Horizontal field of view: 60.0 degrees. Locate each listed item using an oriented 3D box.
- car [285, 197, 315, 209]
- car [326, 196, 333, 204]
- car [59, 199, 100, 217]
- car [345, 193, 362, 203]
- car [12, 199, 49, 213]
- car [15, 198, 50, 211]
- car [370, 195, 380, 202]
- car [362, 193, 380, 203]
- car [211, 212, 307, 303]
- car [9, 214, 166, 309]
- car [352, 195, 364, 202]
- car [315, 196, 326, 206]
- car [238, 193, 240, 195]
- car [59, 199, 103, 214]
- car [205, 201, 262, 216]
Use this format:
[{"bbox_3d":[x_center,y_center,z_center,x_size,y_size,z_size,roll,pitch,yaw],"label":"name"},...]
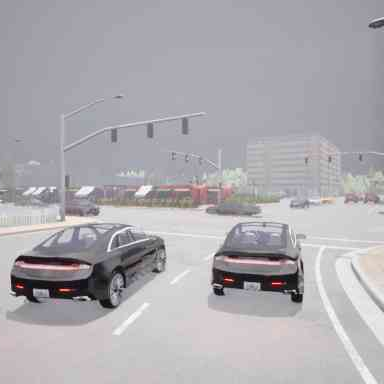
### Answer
[{"bbox_3d":[15.146,1.491,46.470,2.128,1.511,4.902,0,0,32],"label":"car"},{"bbox_3d":[25.683,1.478,63.429,1.882,1.535,5.008,0,0,32],"label":"car"},{"bbox_3d":[-11.003,1.619,32.491,4.181,1.385,1.994,0,0,33],"label":"car"},{"bbox_3d":[33.038,1.225,68.669,2.150,2.045,5.566,0,0,32],"label":"car"},{"bbox_3d":[-18.117,1.619,36.966,4.181,1.385,1.994,0,0,32],"label":"car"},{"bbox_3d":[-20.365,1.581,42.508,4.674,1.442,1.812,0,0,32],"label":"car"},{"bbox_3d":[42.463,1.524,77.297,1.812,1.442,4.674,0,0,32],"label":"car"},{"bbox_3d":[36.040,1.225,66.869,2.150,2.045,5.566,0,0,32],"label":"car"},{"bbox_3d":[1.783,1.492,8.358,2.128,1.511,4.902,0,0,17],"label":"car"},{"bbox_3d":[-2.035,1.492,7.980,2.128,1.511,4.902,0,0,12],"label":"car"},{"bbox_3d":[39.702,1.540,79.488,2.033,1.411,5.357,0,0,32],"label":"car"},{"bbox_3d":[20.318,1.526,54.846,1.812,1.442,4.674,0,0,32],"label":"car"},{"bbox_3d":[11.527,1.209,88.628,4.605,1.855,1.932,0,0,32],"label":"car"},{"bbox_3d":[-12.563,1.547,37.617,4.902,1.511,2.128,0,0,32],"label":"car"},{"bbox_3d":[3.933,1.589,31.648,5.357,1.411,2.033,0,0,32],"label":"car"}]
